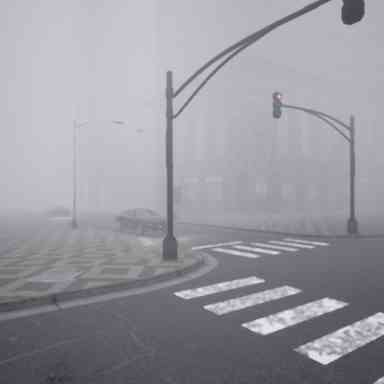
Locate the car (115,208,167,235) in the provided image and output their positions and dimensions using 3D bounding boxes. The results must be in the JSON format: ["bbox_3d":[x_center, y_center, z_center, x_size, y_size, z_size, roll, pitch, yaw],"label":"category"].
[{"bbox_3d":[-3.256,1.778,21.226,1.882,1.535,5.008,0,-1,-35],"label":"car"}]

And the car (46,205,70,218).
[{"bbox_3d":[-15.682,2.240,38.820,1.994,1.385,4.181,0,-1,-35],"label":"car"}]
